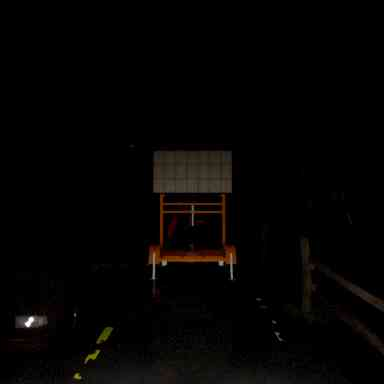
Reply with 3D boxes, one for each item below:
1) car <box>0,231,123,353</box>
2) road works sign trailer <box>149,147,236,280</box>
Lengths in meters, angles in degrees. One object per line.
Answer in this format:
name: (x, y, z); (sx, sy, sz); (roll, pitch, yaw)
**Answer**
car: (-2.734, 1.546, 6.749); (2.033, 1.411, 5.357); (0, 0, 0)
road works sign trailer: (0.021, 0.463, 9.901); (2.380, 3.560, 2.880); (0, 0, 0)
